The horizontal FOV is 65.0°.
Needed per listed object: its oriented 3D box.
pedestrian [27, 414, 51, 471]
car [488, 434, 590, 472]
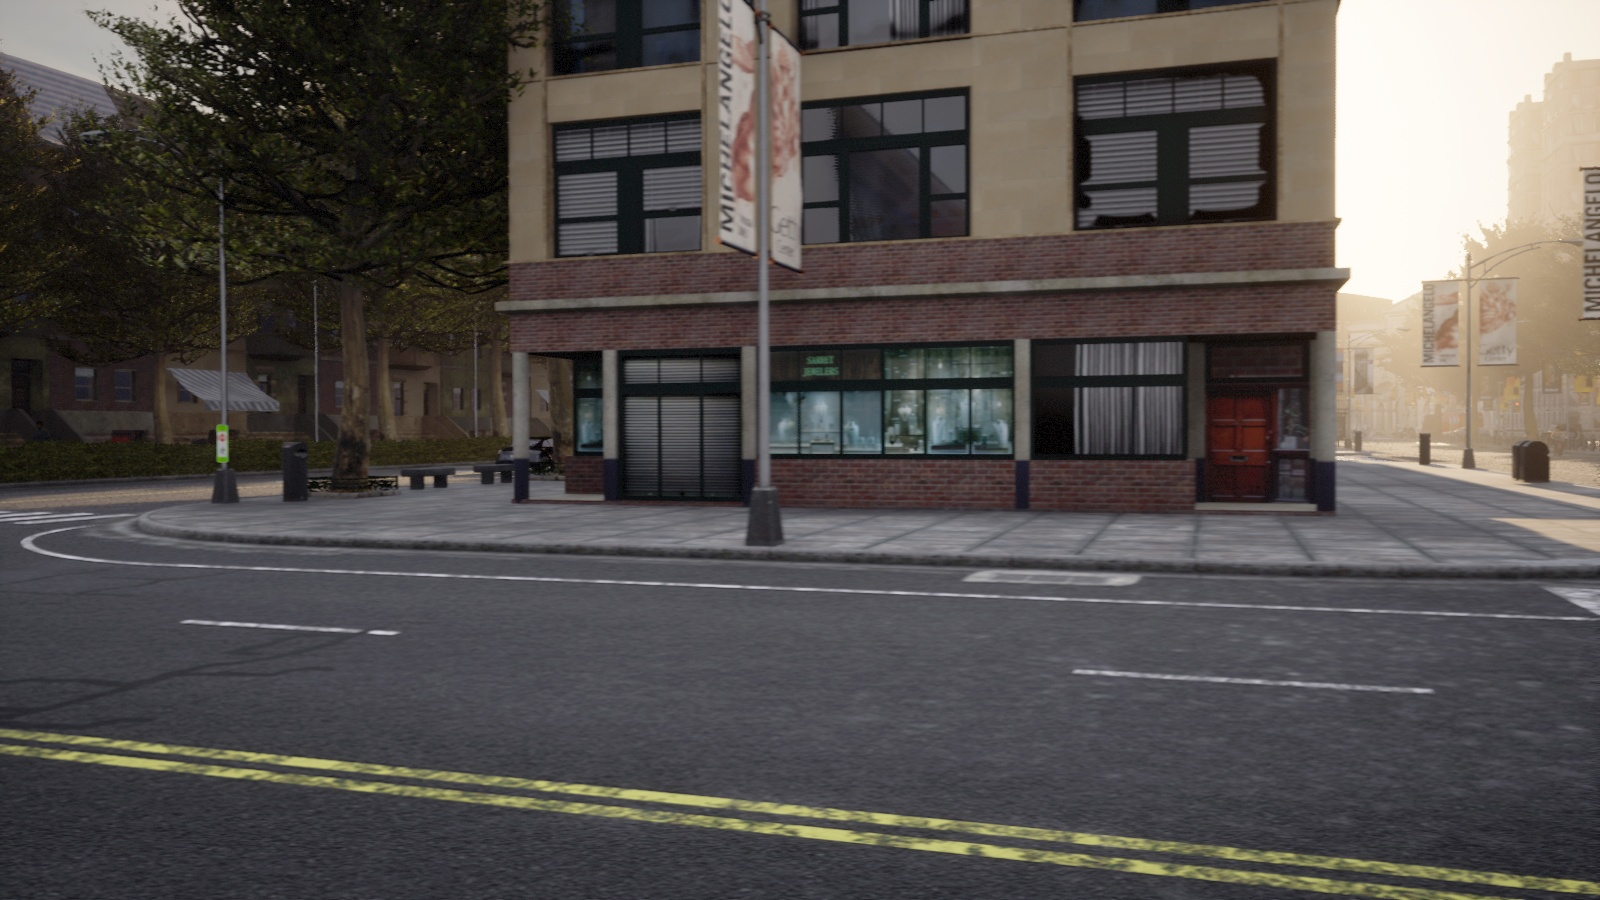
[{"bbox_3d":[-25.091,-0.258,41.399,0.353,1.847,0.614,0,1,12],"label":"pedestrian"},{"bbox_3d":[-9.952,0.091,48.288,1.994,1.385,4.181,1,1,19],"label":"car"}]
